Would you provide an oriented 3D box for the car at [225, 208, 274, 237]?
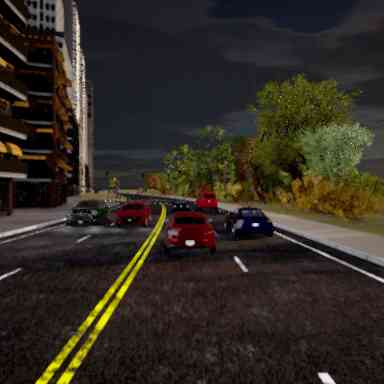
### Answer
[{"bbox_3d":[2.962,1.524,17.900,1.994,1.385,4.181,0,0,-2],"label":"car"}]

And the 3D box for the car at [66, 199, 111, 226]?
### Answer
[{"bbox_3d":[-7.138,1.314,23.283,2.097,1.767,4.553,0,0,-2],"label":"car"}]

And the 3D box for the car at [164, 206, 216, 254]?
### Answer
[{"bbox_3d":[-0.129,1.500,13.281,1.812,1.442,4.674,0,0,-2],"label":"car"}]

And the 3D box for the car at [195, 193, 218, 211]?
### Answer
[{"bbox_3d":[1.689,1.131,39.464,2.150,2.045,5.566,0,0,-5],"label":"car"}]

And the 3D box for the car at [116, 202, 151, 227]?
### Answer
[{"bbox_3d":[-3.858,1.437,22.576,1.882,1.535,5.008,0,0,-2],"label":"car"}]

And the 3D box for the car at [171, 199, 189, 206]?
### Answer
[{"bbox_3d":[-1.273,1.472,35.841,2.033,1.411,5.357,0,0,-4],"label":"car"}]
